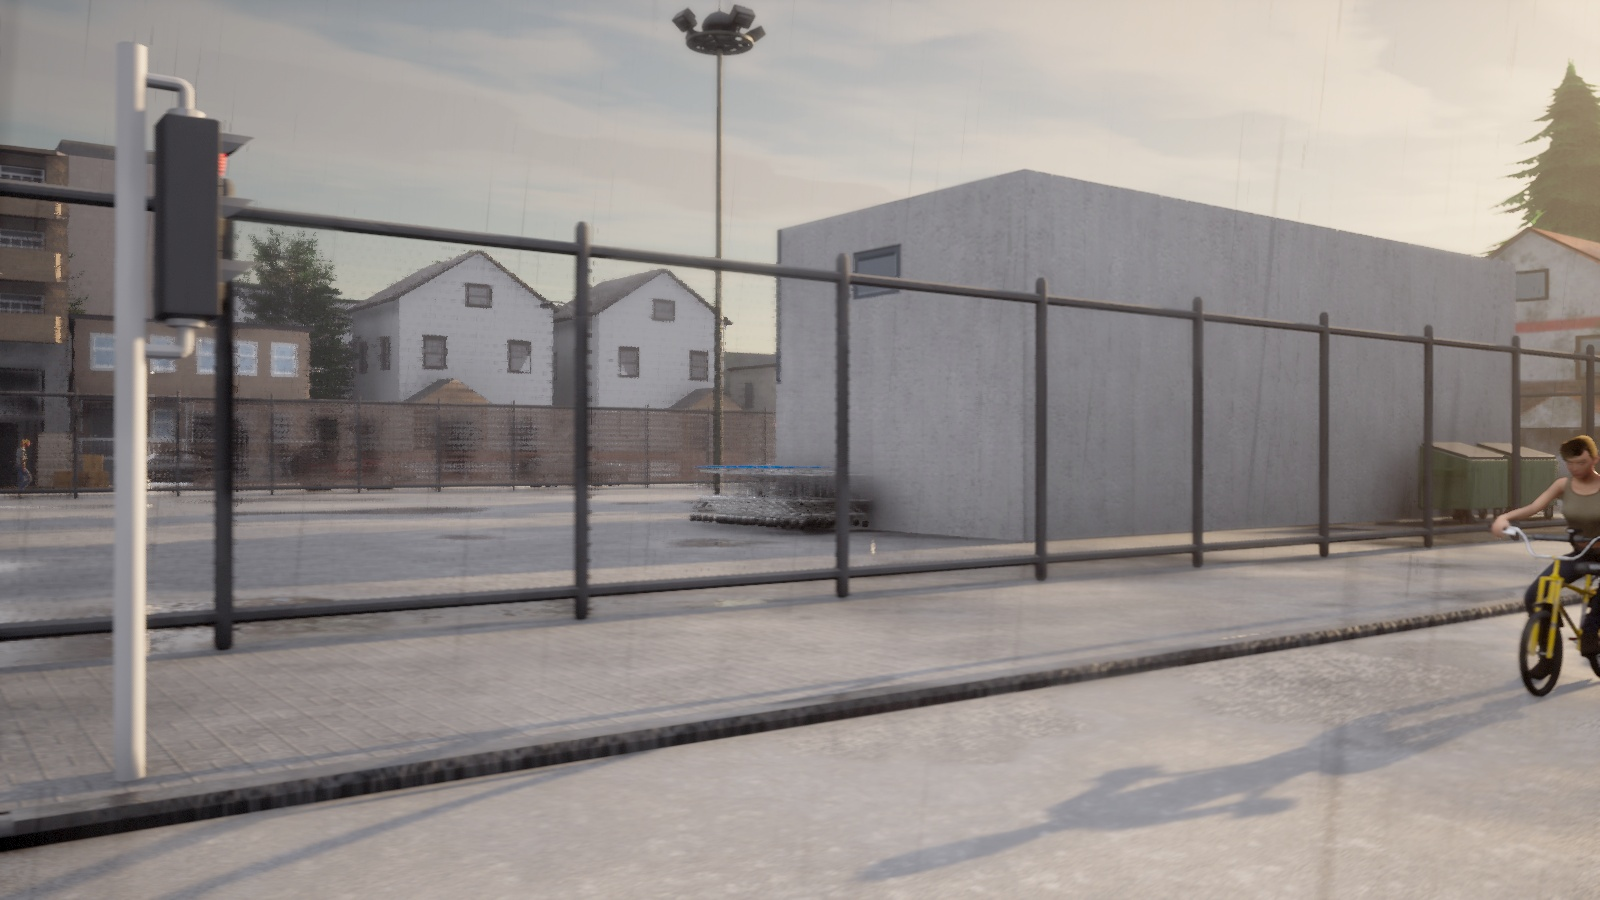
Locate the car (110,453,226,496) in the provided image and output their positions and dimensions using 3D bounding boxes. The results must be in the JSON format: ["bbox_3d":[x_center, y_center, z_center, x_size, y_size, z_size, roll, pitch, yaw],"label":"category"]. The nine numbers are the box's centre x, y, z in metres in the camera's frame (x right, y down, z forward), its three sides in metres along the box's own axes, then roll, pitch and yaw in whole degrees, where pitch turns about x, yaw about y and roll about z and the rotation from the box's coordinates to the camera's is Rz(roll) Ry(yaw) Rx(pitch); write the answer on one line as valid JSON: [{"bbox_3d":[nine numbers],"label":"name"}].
[{"bbox_3d":[-24.061,0.906,47.856,3.705,1.549,1.789,0,0,-37],"label":"car"}]

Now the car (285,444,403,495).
[{"bbox_3d":[-17.336,0.708,47.816,3.866,1.878,1.905,0,0,-35],"label":"car"}]

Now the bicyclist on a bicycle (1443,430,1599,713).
[{"bbox_3d":[4.890,0.692,7.953,1.509,1.612,0.866,0,0,-37],"label":"bicyclist on a bicycle"}]

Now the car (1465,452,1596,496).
[{"bbox_3d":[26.256,0.820,45.194,1.845,1.501,3.633,0,0,-36],"label":"car"}]

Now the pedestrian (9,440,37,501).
[{"bbox_3d":[-23.653,0.610,38.216,0.706,1.836,0.354,0,0,-34],"label":"pedestrian"}]

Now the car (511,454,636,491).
[{"bbox_3d":[-9.610,0.914,53.499,4.892,1.490,1.837,0,0,-34],"label":"car"}]
